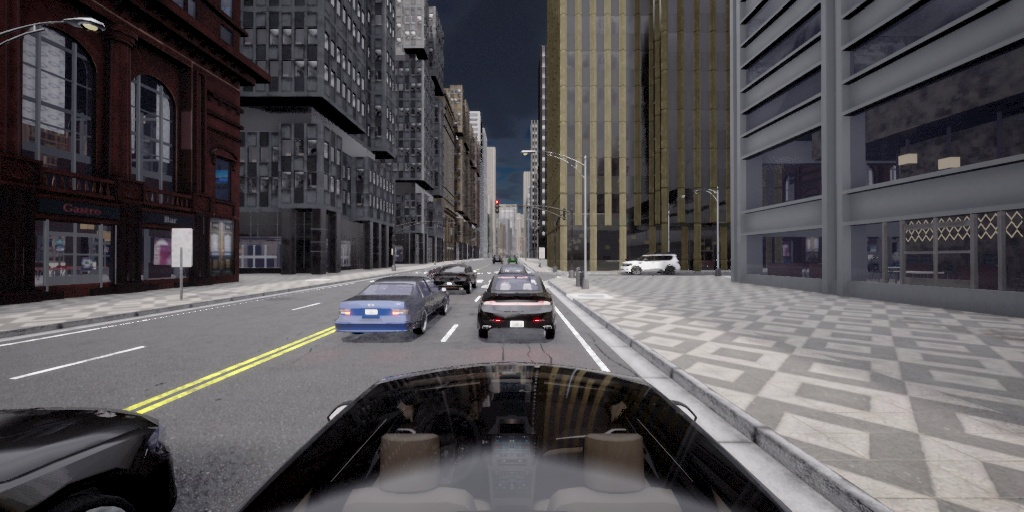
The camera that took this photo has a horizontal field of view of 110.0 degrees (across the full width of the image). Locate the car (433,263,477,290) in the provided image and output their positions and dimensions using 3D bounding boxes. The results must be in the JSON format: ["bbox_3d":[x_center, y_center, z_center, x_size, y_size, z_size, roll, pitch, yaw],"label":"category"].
[{"bbox_3d":[-3.104,1.210,20.271,1.882,1.535,5.008,0,0,0],"label":"car"}]

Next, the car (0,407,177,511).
[{"bbox_3d":[-3.151,1.241,0.357,2.128,1.511,4.902,0,0,0],"label":"car"}]

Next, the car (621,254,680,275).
[{"bbox_3d":[13.801,0.854,35.839,5.566,2.045,2.150,-1,0,0],"label":"car"}]

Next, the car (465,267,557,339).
[{"bbox_3d":[0.119,1.238,10.082,2.128,1.511,4.902,0,0,0],"label":"car"}]

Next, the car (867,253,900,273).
[{"bbox_3d":[36.142,0.766,35.832,5.566,2.045,2.150,0,0,0],"label":"car"}]

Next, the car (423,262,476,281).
[{"bbox_3d":[-5.222,1.277,30.352,1.994,1.385,4.181,0,0,36],"label":"car"}]

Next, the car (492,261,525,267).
[{"bbox_3d":[0.042,1.225,19.512,2.128,1.511,4.902,0,0,0],"label":"car"}]

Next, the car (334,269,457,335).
[{"bbox_3d":[-3.130,1.293,10.502,2.033,1.411,5.357,0,0,0],"label":"car"}]
